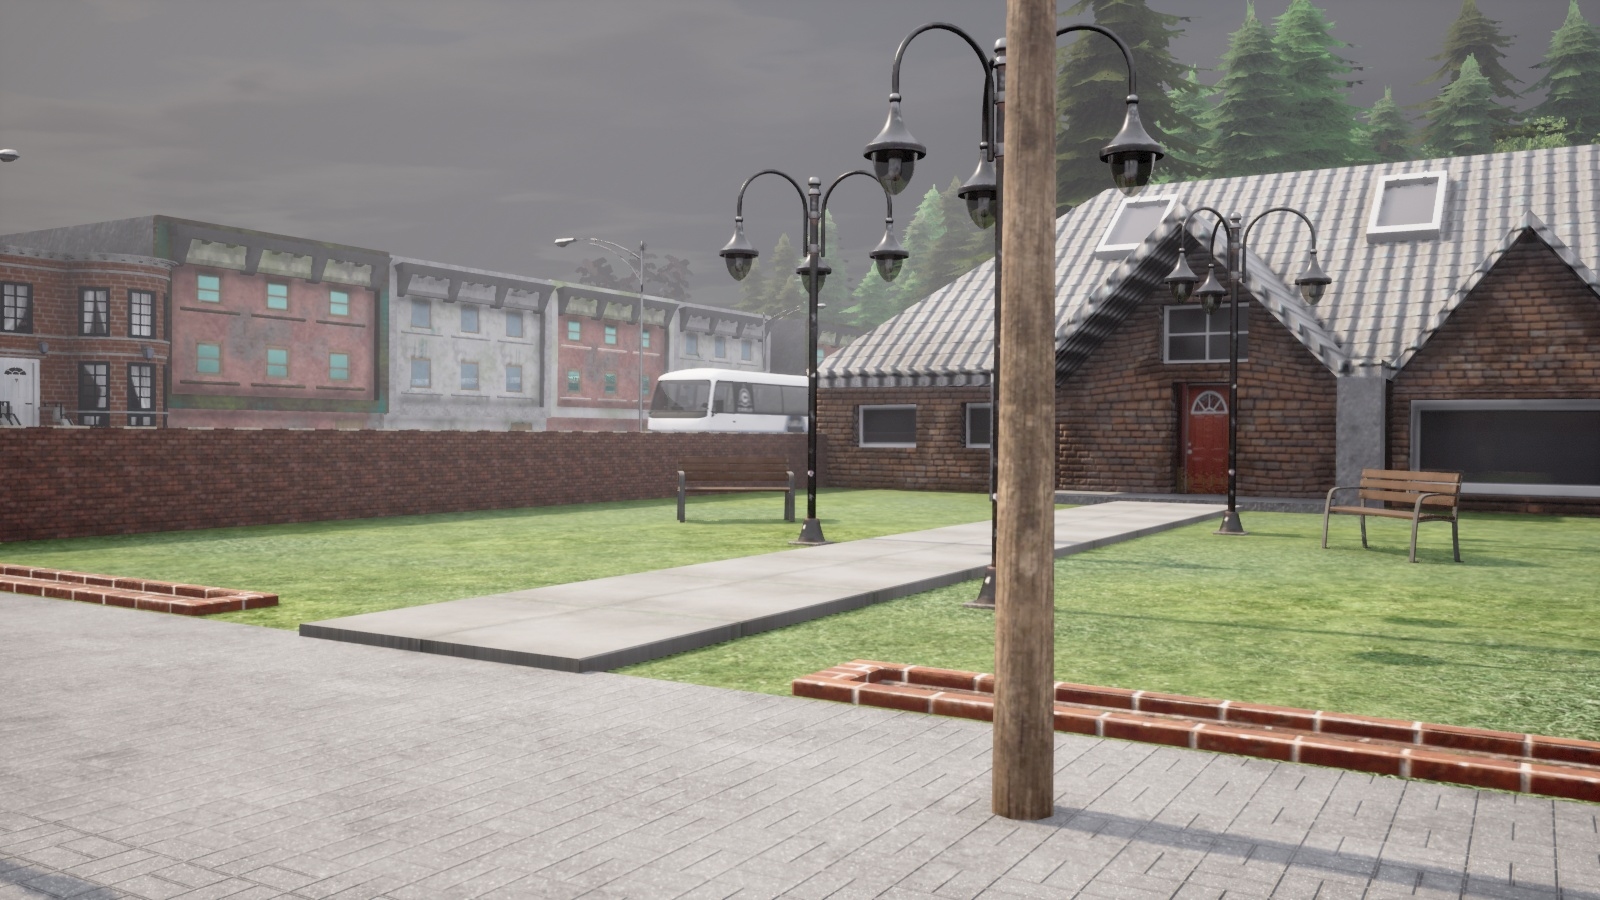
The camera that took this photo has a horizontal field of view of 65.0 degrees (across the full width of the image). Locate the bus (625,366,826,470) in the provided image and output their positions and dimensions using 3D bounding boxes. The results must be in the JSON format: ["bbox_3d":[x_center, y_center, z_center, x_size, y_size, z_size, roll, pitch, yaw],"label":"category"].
[{"bbox_3d":[-3.081,-1.390,56.623,3.944,4.253,10.273,0,1,31],"label":"bus"}]
